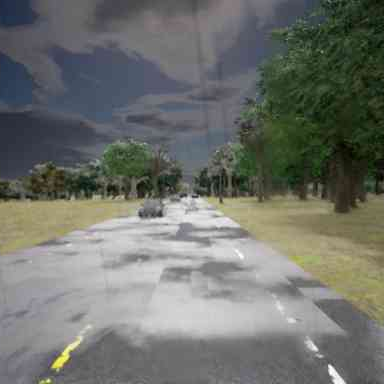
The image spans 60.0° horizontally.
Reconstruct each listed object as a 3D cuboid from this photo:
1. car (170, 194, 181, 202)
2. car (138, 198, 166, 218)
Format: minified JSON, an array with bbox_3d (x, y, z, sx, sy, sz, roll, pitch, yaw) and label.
[{"bbox_3d":[-3.520,1.305,71.124,2.097,1.767,4.553,0,0,0],"label":"car"},{"bbox_3d":[-3.604,1.397,30.465,2.097,1.767,4.553,0,0,0],"label":"car"}]
